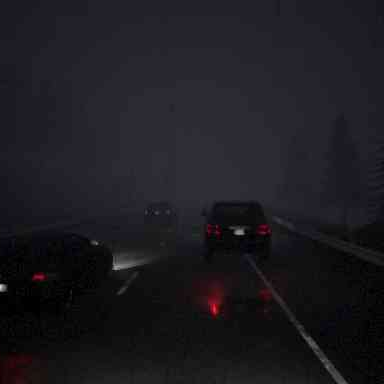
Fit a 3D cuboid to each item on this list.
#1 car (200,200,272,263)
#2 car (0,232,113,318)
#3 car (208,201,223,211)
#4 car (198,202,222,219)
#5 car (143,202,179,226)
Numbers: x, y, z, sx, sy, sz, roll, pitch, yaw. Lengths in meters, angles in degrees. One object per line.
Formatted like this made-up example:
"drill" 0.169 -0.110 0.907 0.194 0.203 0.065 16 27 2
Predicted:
"car" 1.517 1.311 12.561 2.150 2.045 5.566 0 0 2
"car" -3.232 1.612 7.651 1.994 1.385 4.181 0 0 1
"car" 3.385 1.917 46.934 1.895 1.301 4.718 0 0 8
"car" 1.857 1.771 33.212 2.033 1.411 5.357 0 0 7
"car" -2.275 1.519 25.369 2.097 1.767 4.553 0 0 4
